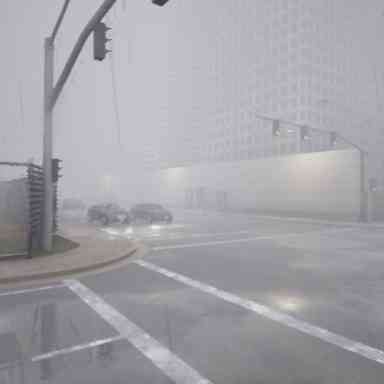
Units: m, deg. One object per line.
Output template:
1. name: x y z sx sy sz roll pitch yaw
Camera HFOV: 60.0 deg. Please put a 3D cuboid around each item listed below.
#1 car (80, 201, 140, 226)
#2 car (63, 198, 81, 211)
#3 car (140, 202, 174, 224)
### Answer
1. car: -6.023 1.552 23.919 2.128 1.511 4.902 1 -1 -35
2. car: -15.235 1.586 42.952 1.882 1.535 5.008 1 -1 -35
3. car: -3.252 1.608 26.062 1.837 1.490 4.892 1 0 -35
